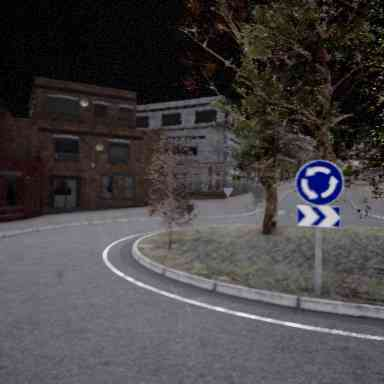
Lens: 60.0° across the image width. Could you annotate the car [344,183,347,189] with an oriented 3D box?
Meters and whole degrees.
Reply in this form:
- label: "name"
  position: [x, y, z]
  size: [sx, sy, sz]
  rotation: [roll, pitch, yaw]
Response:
- label: "car"
  position: [26.707, -1.284, 59.767]
  size: [1.895, 1.301, 4.718]
  rotation: [0, 6, 31]
